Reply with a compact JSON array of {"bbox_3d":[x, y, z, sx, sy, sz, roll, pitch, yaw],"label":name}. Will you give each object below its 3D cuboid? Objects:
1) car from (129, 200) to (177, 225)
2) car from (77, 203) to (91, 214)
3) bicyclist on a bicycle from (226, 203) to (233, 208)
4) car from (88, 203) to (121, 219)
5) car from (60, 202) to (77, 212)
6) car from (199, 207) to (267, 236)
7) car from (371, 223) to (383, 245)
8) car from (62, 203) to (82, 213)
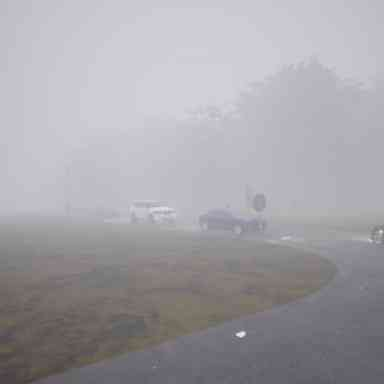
[{"bbox_3d":[-3.525,1.707,29.025,2.150,2.045,5.566,-1,-1,-35],"label":"car"},{"bbox_3d":[-15.389,2.392,50.662,2.097,1.767,4.553,-1,-1,-36],"label":"car"},{"bbox_3d":[3.279,1.778,29.787,1.656,1.620,0.582,0,-1,-36],"label":"bicyclist on a bicycle"},{"bbox_3d":[-9.765,2.253,37.762,1.837,1.490,4.892,-1,-1,-36],"label":"car"},{"bbox_3d":[-18.502,2.216,50.105,1.882,1.535,5.008,-1,-1,-36],"label":"car"},{"bbox_3d":[2.415,1.730,20.701,1.882,1.535,5.008,-1,-1,-35],"label":"car"},{"bbox_3d":[9.132,1.561,13.328,1.994,1.385,4.181,-1,-2,-2],"label":"car"},{"bbox_3d":[-21.314,2.784,58.930,1.882,1.535,5.008,-1,-1,-36],"label":"car"}]
